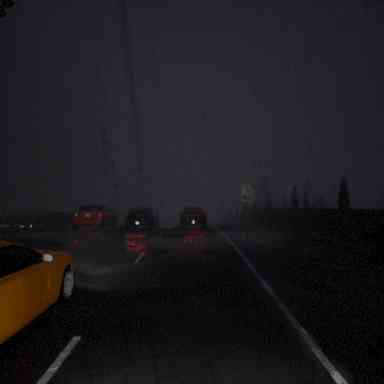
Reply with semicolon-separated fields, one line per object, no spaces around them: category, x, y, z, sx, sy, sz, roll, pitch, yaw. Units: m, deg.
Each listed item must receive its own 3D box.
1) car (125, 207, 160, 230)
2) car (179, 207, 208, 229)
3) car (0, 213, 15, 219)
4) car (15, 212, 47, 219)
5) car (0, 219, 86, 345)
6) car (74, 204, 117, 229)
car;-3.403;1.801;23.123;1.837;1.490;4.892;0;-3;0
car;0.097;1.873;24.385;1.837;1.490;4.892;0;-3;0
car;-21.004;3.156;38.718;1.882;1.535;5.008;0;-7;0
car;-17.503;3.046;37.735;2.128;1.511;4.902;0;-7;0
car;-3.400;1.453;5.036;1.882;1.535;5.008;0;0;0
car;-6.903;1.709;24.165;2.097;1.767;4.553;0;-3;0
